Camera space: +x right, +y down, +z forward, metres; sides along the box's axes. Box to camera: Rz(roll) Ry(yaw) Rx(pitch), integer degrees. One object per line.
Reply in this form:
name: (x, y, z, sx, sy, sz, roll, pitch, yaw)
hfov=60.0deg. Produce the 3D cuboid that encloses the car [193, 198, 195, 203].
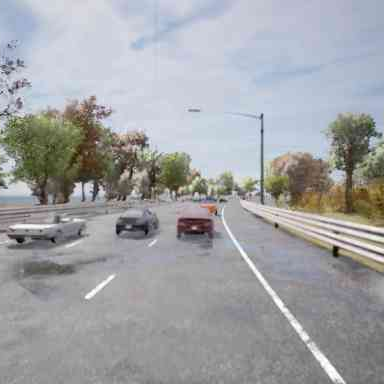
car: (1.412, 2.247, 91.461, 2.128, 1.511, 4.902, 0, -1, 9)

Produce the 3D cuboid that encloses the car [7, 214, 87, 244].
car: (-6.886, 1.714, 16.473, 1.895, 1.301, 4.718, 0, 0, 4)

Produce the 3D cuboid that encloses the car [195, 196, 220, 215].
car: (1.767, 1.634, 37.366, 2.097, 1.767, 4.553, 0, -1, 5)

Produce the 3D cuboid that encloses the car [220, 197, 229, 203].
car: (8.398, 2.222, 90.811, 1.837, 1.490, 4.892, 0, -1, 9)

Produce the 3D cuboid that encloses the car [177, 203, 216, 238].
car: (0.280, 1.615, 18.696, 1.882, 1.535, 5.008, 0, 0, 4)

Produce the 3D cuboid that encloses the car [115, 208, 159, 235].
car: (-3.164, 1.667, 19.644, 1.812, 1.442, 4.674, 0, 0, 4)
